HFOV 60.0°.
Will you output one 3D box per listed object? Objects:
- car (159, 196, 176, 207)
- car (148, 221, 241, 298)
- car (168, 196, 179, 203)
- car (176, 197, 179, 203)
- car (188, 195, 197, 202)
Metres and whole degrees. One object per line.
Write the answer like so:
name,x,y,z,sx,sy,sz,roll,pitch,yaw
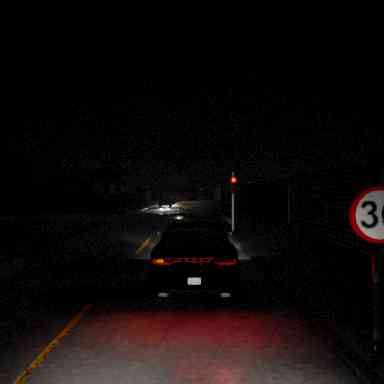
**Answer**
car,-3.997,1.491,50.872,2.128,1.511,4.902,0,0,0
car,0.068,1.478,8.554,1.882,1.535,5.008,0,0,1
car,-3.864,1.595,70.404,1.895,1.301,4.718,0,0,0
car,-3.956,1.492,60.353,2.128,1.511,4.902,0,0,0
car,0.138,1.339,71.329,1.812,1.442,4.674,0,0,0
